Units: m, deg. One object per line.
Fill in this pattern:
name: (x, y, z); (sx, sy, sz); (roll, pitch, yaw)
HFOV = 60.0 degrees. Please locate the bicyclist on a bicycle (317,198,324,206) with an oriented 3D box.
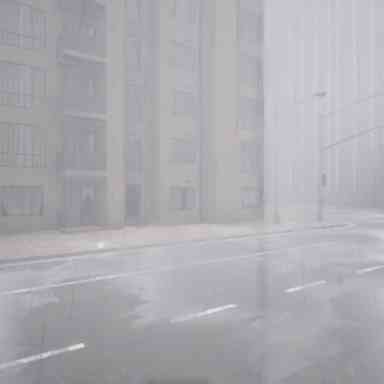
bicyclist on a bicycle: (18.407, 1.229, 47.615); (1.656, 1.620, 0.582); (0, 0, -34)
